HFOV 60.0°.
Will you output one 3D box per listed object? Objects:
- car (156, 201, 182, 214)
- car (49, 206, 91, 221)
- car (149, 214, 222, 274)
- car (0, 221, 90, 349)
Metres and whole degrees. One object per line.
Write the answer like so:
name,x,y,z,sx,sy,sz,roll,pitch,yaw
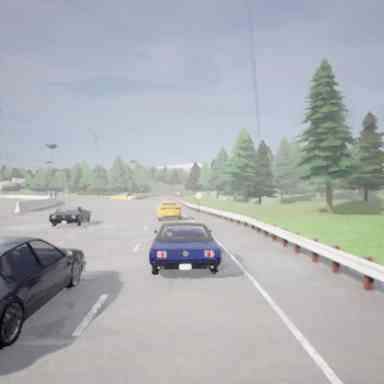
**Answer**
car,-2.016,1.497,28.356,1.882,1.535,5.008,0,0,-8
car,-8.406,1.631,23.389,1.895,1.301,4.718,0,0,-7
car,-0.282,1.607,10.646,1.895,1.301,4.718,0,0,-3
car,-3.571,1.558,6.185,2.033,1.411,5.357,0,0,-2
